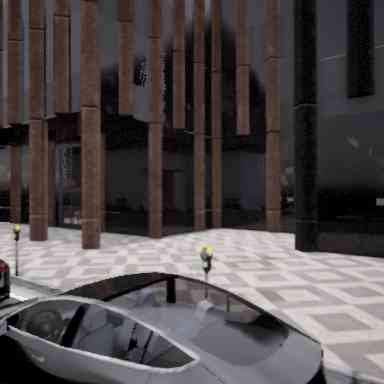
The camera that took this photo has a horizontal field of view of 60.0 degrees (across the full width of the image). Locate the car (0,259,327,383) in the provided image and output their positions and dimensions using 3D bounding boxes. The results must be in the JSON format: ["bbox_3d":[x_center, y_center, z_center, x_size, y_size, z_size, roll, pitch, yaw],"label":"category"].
[{"bbox_3d":[-0.829,1.571,3.557,4.313,1.339,1.947,0,0,36],"label":"car"}]
